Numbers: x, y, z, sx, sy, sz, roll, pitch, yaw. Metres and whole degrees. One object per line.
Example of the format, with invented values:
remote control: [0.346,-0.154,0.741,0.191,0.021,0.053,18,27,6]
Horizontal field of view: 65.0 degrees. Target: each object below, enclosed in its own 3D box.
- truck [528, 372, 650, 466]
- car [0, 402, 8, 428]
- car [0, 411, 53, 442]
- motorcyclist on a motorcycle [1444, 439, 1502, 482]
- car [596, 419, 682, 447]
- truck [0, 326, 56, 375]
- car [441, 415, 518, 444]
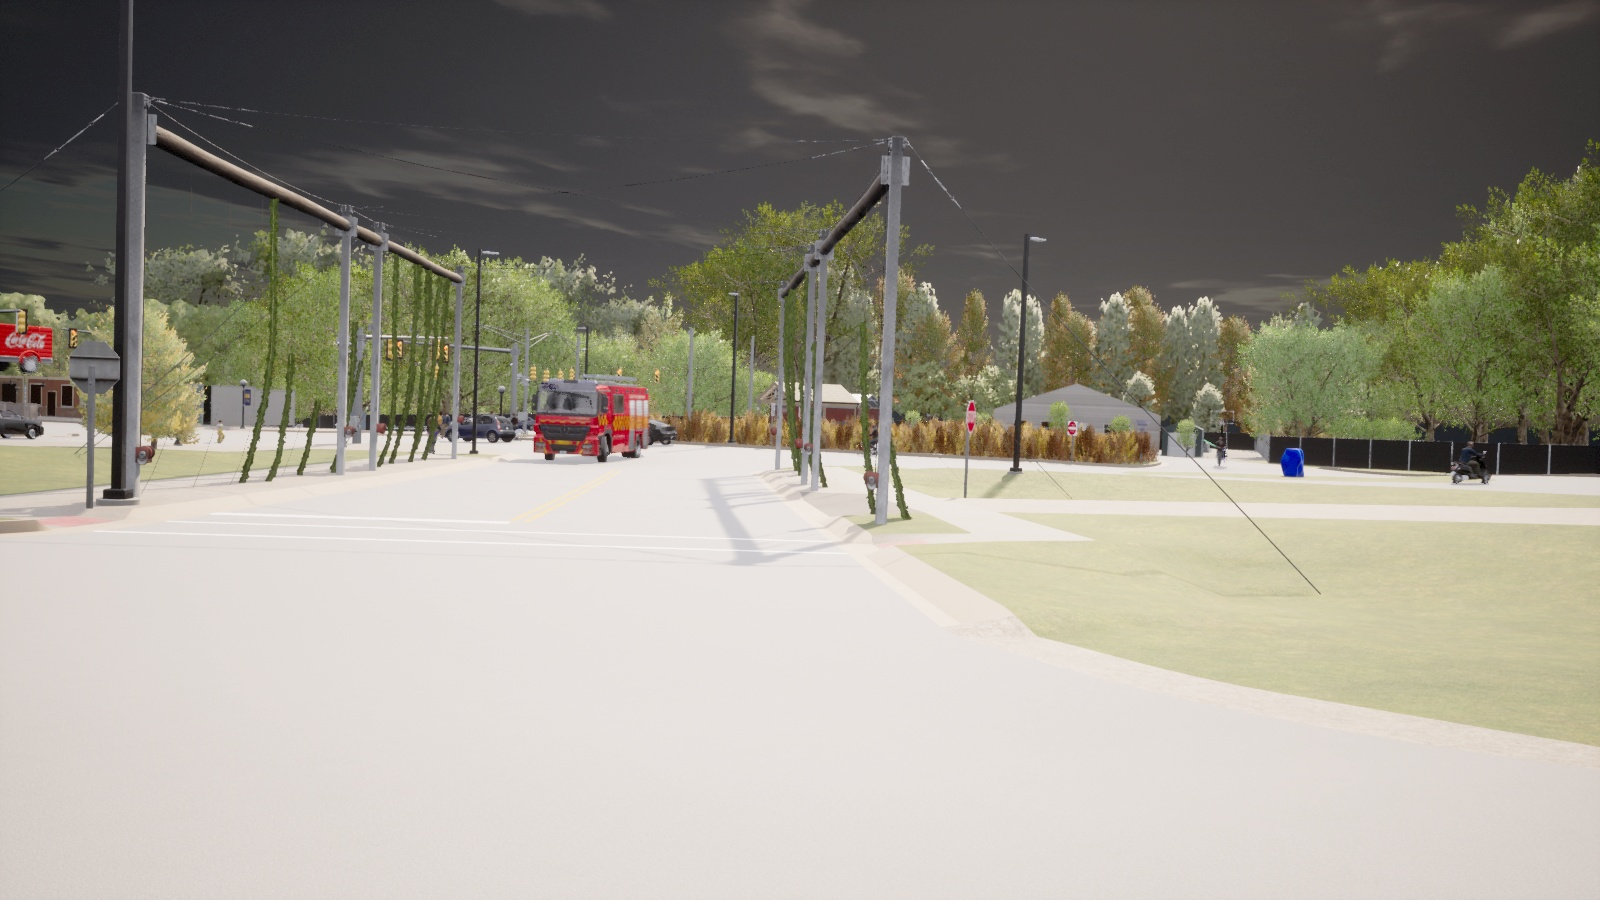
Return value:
truck: [-9.321,-1.425,56.619,2.891,3.827,8.468,2,2,8]
car: [-53.732,-2.290,80.721,5.027,1.651,2.152,2,2,21]
car: [-39.793,-1.177,61.951,2.128,1.511,4.902,2,1,16]
motorcyclist on a motorcycle: [25.204,0.387,47.048,1.817,1.590,0.866,0,-1,-16]
car: [-9.382,-1.017,72.962,4.892,1.490,1.837,2,3,31]
truck: [-43.565,-5.456,67.798,2.627,2.467,5.204,5,3,21]
car: [-18.560,-1.213,72.719,3.988,1.617,1.851,1,2,20]
